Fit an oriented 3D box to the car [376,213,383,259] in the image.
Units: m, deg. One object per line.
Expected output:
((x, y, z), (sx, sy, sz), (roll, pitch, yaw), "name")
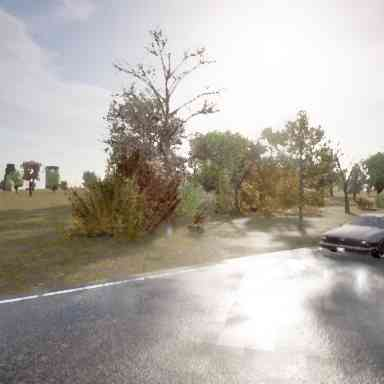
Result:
((7.526, 1.218, 8.994), (5.566, 2.045, 2.150), (0, 0, -35), "car")

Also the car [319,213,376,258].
((7.183, 1.543, 12.725), (5.357, 1.411, 2.033), (0, 0, -35), "car")
